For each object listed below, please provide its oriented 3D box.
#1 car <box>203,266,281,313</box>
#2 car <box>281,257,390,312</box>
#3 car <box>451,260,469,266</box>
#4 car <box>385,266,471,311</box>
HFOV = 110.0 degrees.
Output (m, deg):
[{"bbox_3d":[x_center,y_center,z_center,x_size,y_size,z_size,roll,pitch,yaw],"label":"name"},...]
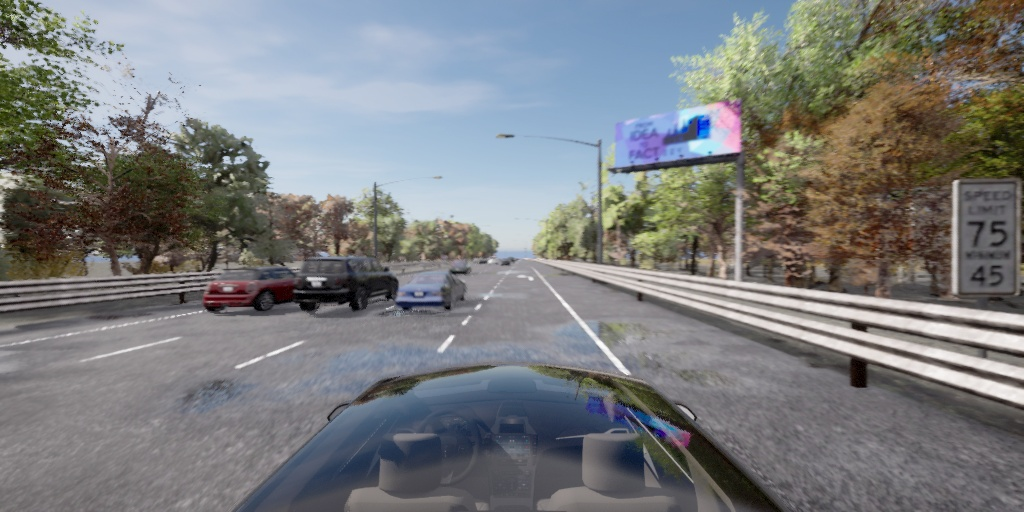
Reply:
[{"bbox_3d":[-10.073,1.213,14.927,2.097,1.767,4.553,-1,0,2],"label":"car"},{"bbox_3d":[-6.571,1.048,14.877,2.150,2.045,5.566,-1,0,2],"label":"car"},{"bbox_3d":[-5.807,1.406,40.497,1.994,1.385,4.181,-1,0,2],"label":"car"},{"bbox_3d":[-3.078,1.337,14.639,2.033,1.411,5.357,-1,0,2],"label":"car"}]
